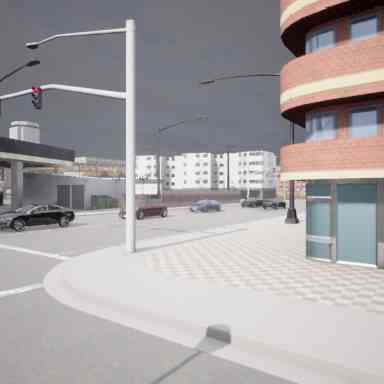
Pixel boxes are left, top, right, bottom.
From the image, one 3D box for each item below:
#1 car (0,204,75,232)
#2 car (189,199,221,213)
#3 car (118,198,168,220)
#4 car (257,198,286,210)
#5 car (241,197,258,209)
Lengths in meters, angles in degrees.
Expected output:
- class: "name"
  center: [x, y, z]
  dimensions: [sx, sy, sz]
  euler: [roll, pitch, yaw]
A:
- class: "car"
  center: [-9.602, 1.491, 20.477]
  dimensions: [2.128, 1.511, 4.902]
  euler: [0, 0, 34]
- class: "car"
  center: [1.558, 1.526, 36.715]
  dimensions: [1.812, 1.442, 4.674]
  euler: [0, 0, 35]
- class: "car"
  center: [-4.121, 1.352, 28.490]
  dimensions: [2.097, 1.767, 4.553]
  euler: [0, 0, 34]
- class: "car"
  center: [10.870, 1.491, 43.704]
  dimensions: [2.128, 1.511, 4.902]
  euler: [0, 0, 35]
- class: "car"
  center: [8.640, 1.478, 46.910]
  dimensions: [1.882, 1.535, 5.008]
  euler: [0, 0, 35]
